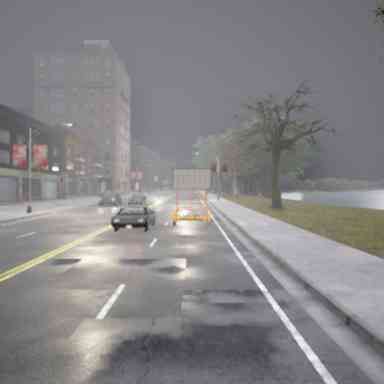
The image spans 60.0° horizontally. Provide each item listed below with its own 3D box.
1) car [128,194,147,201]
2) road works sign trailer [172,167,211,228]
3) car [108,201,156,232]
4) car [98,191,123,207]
[{"bbox_3d":[-6.616,0.984,40.605,1.837,1.490,4.892,0,1,0],"label":"car"},{"bbox_3d":[-0.014,0.271,20.452,2.380,3.560,2.880,0,1,0],"label":"road works sign trailer"},{"bbox_3d":[-3.163,1.429,18.929,1.895,1.301,4.718,0,1,0],"label":"car"},{"bbox_3d":[-9.864,0.835,40.361,2.097,1.767,4.553,0,1,0],"label":"car"}]
